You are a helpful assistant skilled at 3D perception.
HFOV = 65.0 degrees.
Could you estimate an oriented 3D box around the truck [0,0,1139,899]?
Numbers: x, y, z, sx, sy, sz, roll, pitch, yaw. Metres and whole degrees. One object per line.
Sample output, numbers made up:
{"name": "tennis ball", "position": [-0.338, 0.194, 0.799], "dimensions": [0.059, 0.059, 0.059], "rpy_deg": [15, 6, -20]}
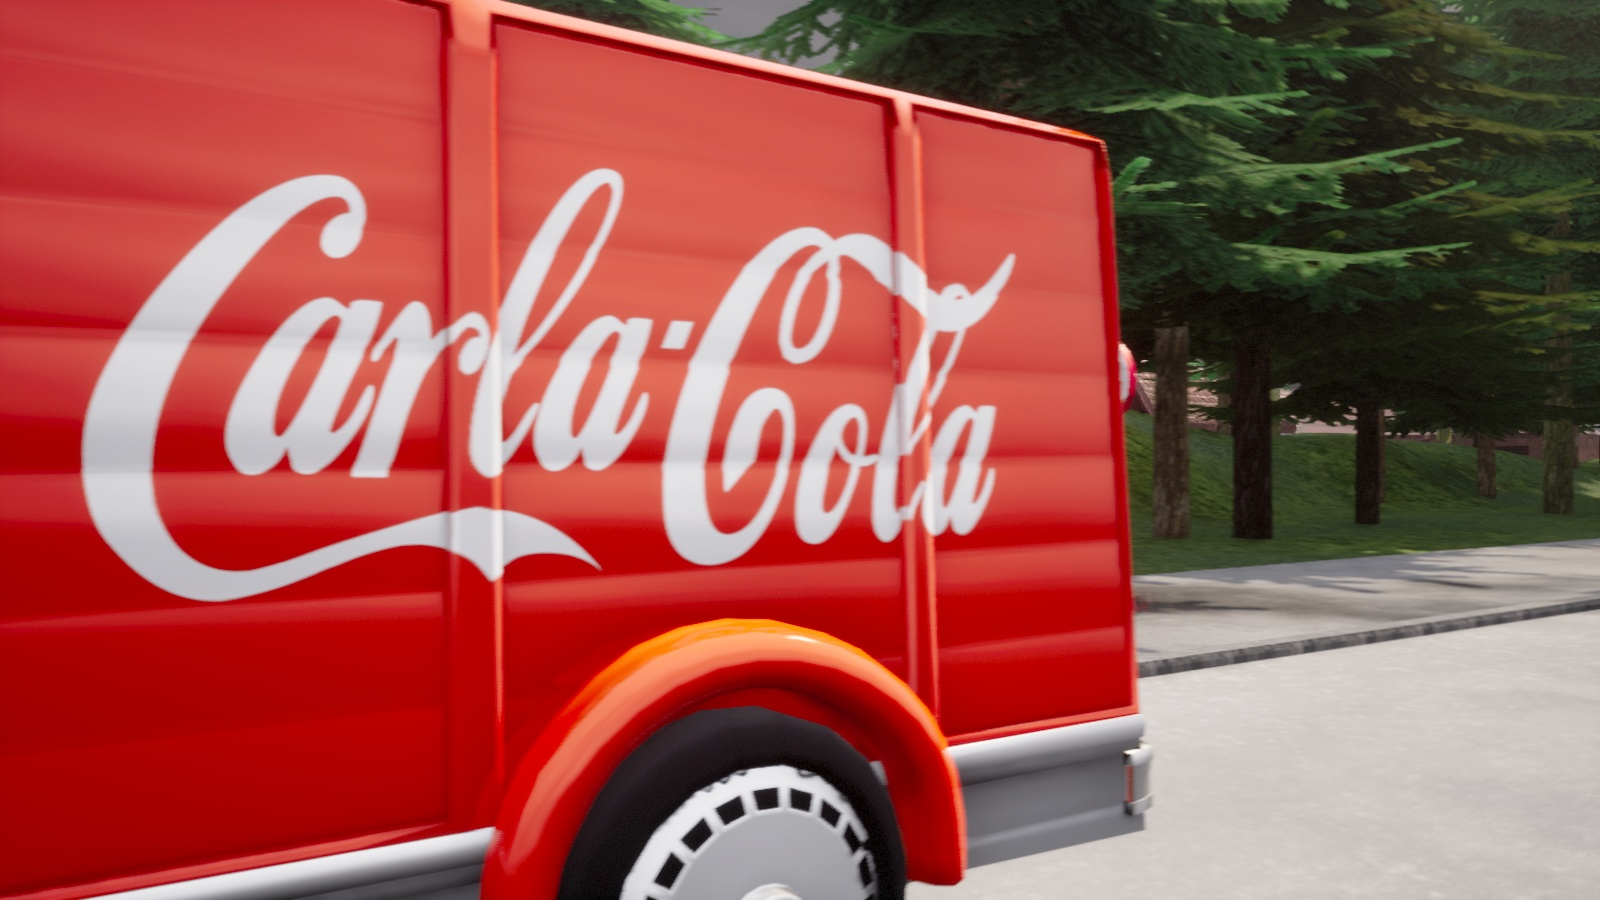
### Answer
{"name": "truck", "position": [-2.003, 0.265, 2.876], "dimensions": [5.204, 2.467, 2.627], "rpy_deg": [0, 0, -35]}
